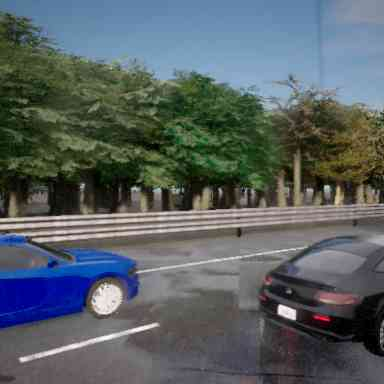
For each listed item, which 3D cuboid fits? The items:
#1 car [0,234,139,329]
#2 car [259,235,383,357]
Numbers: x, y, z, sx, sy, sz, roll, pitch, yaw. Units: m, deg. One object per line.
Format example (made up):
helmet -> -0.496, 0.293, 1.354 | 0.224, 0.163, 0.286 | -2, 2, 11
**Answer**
car -> -3.339, 1.459, 5.657 | 5.008, 1.535, 1.882 | 0, 0, -35
car -> 3.229, 1.523, 5.979 | 4.674, 1.442, 1.812 | 0, 0, -35
